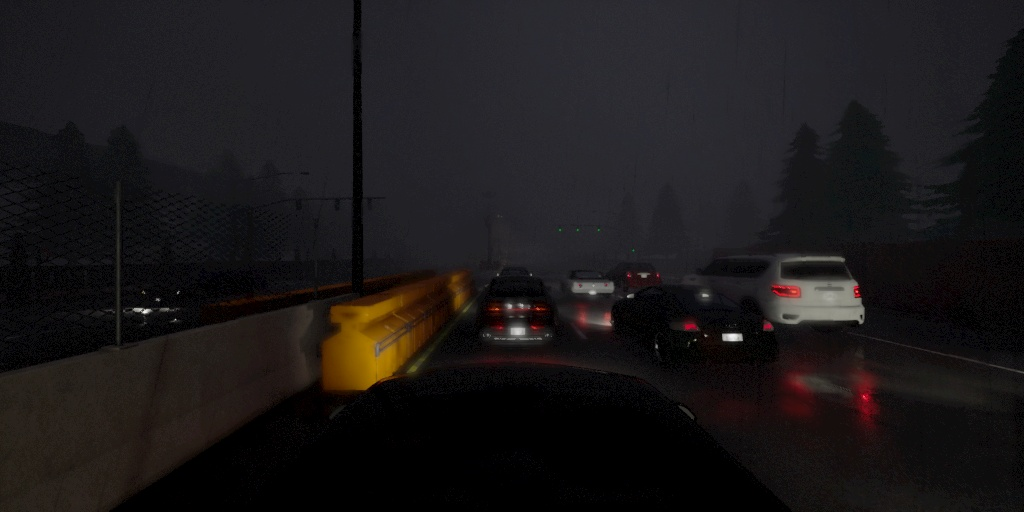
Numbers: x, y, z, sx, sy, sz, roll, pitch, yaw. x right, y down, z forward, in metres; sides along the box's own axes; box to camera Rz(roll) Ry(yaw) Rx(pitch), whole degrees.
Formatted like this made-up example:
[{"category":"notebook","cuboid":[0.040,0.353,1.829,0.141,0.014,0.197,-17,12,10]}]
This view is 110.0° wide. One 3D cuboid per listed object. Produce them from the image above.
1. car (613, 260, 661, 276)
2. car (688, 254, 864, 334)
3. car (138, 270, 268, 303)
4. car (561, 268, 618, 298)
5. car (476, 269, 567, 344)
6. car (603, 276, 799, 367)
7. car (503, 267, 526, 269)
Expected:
[{"category":"car","cuboid":[7.145,1.101,21.502,2.097,1.767,4.553,0,0,0]},{"category":"car","cuboid":[7.121,0.972,10.711,2.150,2.045,5.566,0,0,0]},{"category":"car","cuboid":[-13.966,1.353,16.805,2.033,1.411,5.357,0,0,0]},{"category":"car","cuboid":[3.638,1.351,18.265,1.895,1.301,4.718,0,0,0]},{"category":"car","cuboid":[0.118,1.255,9.592,1.837,1.490,4.892,0,0,0]},{"category":"car","cuboid":[3.622,1.314,7.934,1.994,1.385,4.181,0,0,-1]},{"category":"car","cuboid":[0.140,1.298,19.822,2.033,1.411,5.357,0,0,0]}]
